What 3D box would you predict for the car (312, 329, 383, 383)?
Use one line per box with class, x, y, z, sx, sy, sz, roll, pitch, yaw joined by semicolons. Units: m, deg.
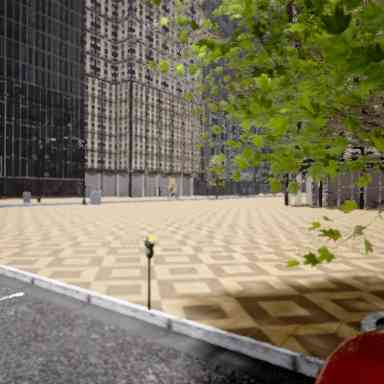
car;2.818;1.347;0.869;5.009;1.841;2.192;1;0;35
